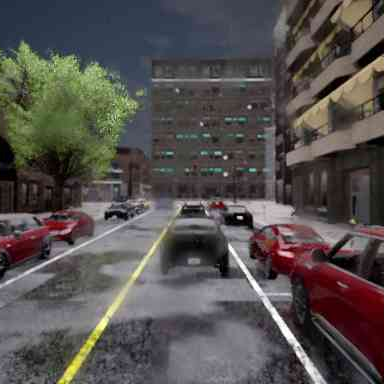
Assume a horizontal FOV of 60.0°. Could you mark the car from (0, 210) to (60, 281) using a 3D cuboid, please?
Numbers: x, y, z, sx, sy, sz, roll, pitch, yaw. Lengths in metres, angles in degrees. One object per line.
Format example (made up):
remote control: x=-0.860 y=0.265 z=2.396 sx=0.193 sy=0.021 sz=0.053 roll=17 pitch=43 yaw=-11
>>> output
car: x=-5.642 y=1.398 z=9.428 sx=1.967 sy=1.590 sz=4.097 roll=1 pitch=0 yaw=0

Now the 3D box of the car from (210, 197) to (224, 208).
car: x=2.753 y=1.276 z=37.916 sx=1.967 sy=1.590 sz=4.097 roll=1 pitch=0 yaw=0

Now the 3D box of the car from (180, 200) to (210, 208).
car: x=0.085 y=1.375 z=26.587 sx=2.128 sy=1.511 sz=4.902 roll=0 pitch=0 yaw=0

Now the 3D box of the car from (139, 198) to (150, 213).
car: x=-5.643 y=1.411 z=32.175 sx=2.008 sy=1.369 sz=4.403 roll=1 pitch=0 yaw=0

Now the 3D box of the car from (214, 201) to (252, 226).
car: x=2.703 y=1.474 z=20.859 sx=1.947 sy=1.339 sz=4.313 roll=1 pitch=0 yaw=0

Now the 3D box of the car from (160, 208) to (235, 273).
car: x=0.080 y=1.455 z=10.471 sx=1.837 sy=1.490 sz=4.892 roll=0 pitch=-1 yaw=1

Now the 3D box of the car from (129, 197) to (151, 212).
car: x=-5.813 y=1.363 z=37.692 sx=1.752 sy=1.417 sz=4.829 roll=1 pitch=0 yaw=0

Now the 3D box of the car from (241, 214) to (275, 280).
car: x=2.703 y=1.539 z=9.487 sx=1.802 sy=1.307 sz=4.206 roll=1 pitch=0 yaw=0

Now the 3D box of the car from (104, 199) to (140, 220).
car: x=-5.643 y=1.450 z=26.487 sx=1.947 sy=1.339 sz=4.313 roll=1 pitch=0 yaw=0

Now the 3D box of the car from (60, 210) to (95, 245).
car: x=-5.644 y=1.515 z=15.115 sx=1.802 sy=1.307 sz=4.206 roll=1 pitch=0 yaw=0

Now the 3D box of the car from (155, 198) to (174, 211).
car: x=-3.065 y=1.383 z=38.148 sx=2.033 sy=1.411 sz=5.357 roll=0 pitch=0 yaw=0

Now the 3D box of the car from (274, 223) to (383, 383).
car: x=2.707 y=1.297 z=3.799 sx=2.192 sy=1.841 sz=5.009 roll=1 pitch=0 yaw=0
